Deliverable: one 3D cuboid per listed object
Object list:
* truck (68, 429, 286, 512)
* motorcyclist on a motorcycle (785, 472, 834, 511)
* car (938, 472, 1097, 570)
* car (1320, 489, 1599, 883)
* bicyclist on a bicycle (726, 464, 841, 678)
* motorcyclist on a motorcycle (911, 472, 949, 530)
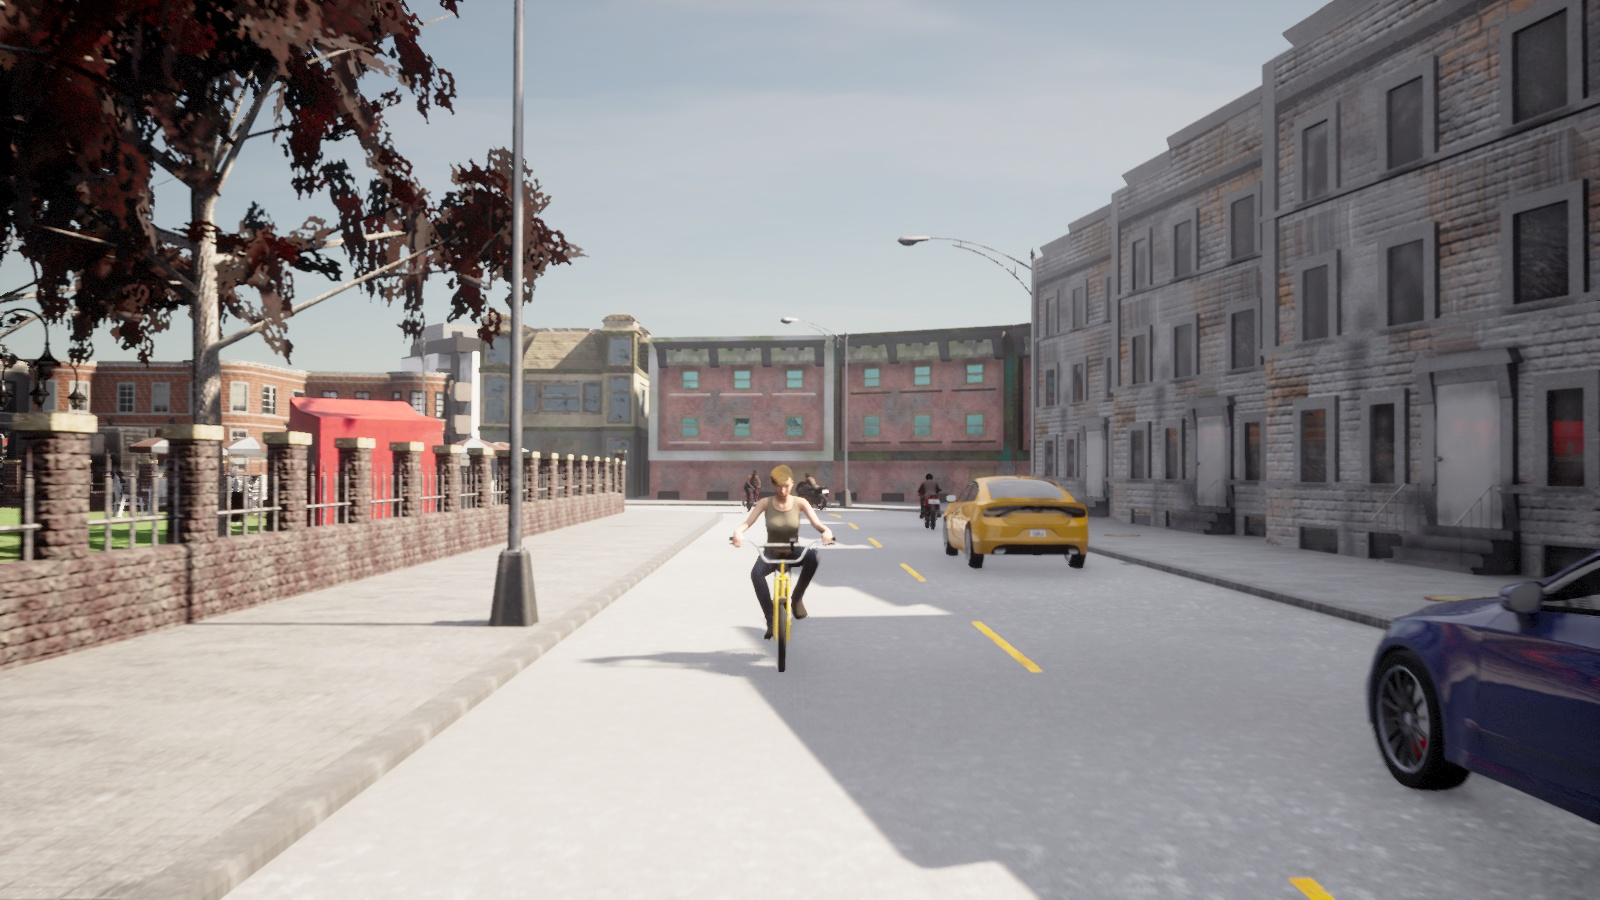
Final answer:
[{"bbox_3d":[-26.741,0.869,54.140,7.936,3.462,2.891,0,-1,0],"label":"truck"},{"bbox_3d":[0.387,1.677,51.094,0.797,1.523,2.044,-2,0,-42],"label":"motorcyclist on a motorcycle"},{"bbox_3d":[3.703,1.161,22.251,1.882,1.535,5.008,0,-1,-1],"label":"car"},{"bbox_3d":[3.918,0.910,4.864,1.812,1.442,4.674,0,-1,-1],"label":"car"},{"bbox_3d":[-0.130,0.930,10.306,0.866,1.612,1.509,0,0,0],"label":"bicyclist on a bicycle"},{"bbox_3d":[3.553,1.375,34.403,0.797,1.523,2.044,0,-1,-1],"label":"motorcyclist on a motorcycle"}]
